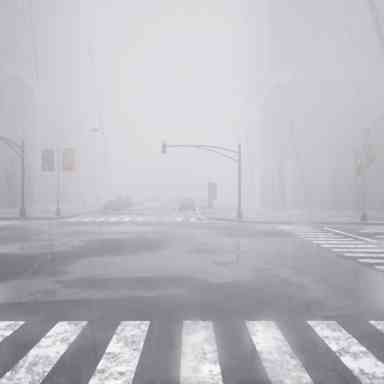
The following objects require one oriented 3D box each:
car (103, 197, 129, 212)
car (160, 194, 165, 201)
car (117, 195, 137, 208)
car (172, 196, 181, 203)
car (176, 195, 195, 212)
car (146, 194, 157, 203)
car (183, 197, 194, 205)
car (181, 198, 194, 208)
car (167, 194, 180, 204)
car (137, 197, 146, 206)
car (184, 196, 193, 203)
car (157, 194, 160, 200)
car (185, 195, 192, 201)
[{"bbox_3d":[-9.090,1.572,38.890,1.947,1.339,4.313,0,0,0],"label":"car"},{"bbox_3d":[-9.381,1.691,93.149,1.887,1.381,4.507,0,0,0],"label":"car"},{"bbox_3d":[-9.120,1.333,44.316,2.192,1.841,5.009,0,0,0],"label":"car"},{"bbox_3d":[-3.522,1.647,75.785,1.994,1.385,4.181,0,0,0],"label":"car"},{"bbox_3d":[-0.566,1.446,38.933,1.967,1.590,4.097,0,0,0],"label":"car"},{"bbox_3d":[-9.265,1.665,71.445,1.802,1.307,4.206,0,0,0],"label":"car"},{"bbox_3d":[-0.682,1.600,60.632,1.887,1.381,4.507,0,0,0],"label":"car"},{"bbox_3d":[-0.623,1.612,49.782,1.802,1.307,4.206,0,0,0],"label":"car"},{"bbox_3d":[-3.369,1.573,65.700,1.837,1.490,4.892,0,0,0],"label":"car"},{"bbox_3d":[-9.176,1.567,54.998,1.752,1.417,4.829,0,0,0],"label":"car"},{"bbox_3d":[-0.741,1.609,71.652,1.752,1.417,4.829,0,0,0],"label":"car"},{"bbox_3d":[-9.295,1.413,76.872,2.192,1.841,5.009,0,0,0],"label":"car"},{"bbox_3d":[-0.857,1.691,93.182,1.887,1.381,4.507,0,0,0],"label":"car"}]
